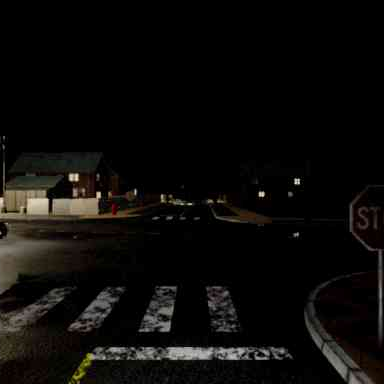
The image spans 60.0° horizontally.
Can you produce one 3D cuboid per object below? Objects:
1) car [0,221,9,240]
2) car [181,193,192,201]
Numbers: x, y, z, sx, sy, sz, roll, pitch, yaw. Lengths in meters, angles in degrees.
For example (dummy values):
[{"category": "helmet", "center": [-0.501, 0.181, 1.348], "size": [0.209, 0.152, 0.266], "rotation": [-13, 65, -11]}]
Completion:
[{"category": "car", "center": [-10.213, 1.400, 14.052], "size": [4.674, 1.442, 1.812], "rotation": [1, 0, 8]}, {"category": "car", "center": [-1.148, 1.074, 70.890], "size": [2.097, 1.767, 4.553], "rotation": [0, 0, 2]}]
